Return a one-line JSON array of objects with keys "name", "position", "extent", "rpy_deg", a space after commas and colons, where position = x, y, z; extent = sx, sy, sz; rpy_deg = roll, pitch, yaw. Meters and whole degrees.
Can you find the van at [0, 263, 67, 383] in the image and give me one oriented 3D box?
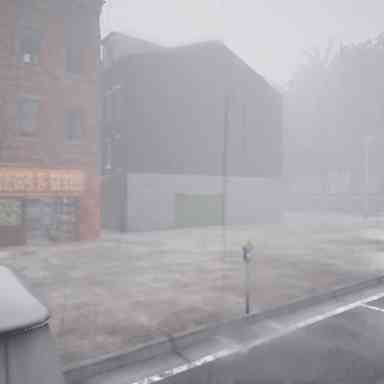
[{"name": "van", "position": [-2.444, 1.339, 1.067], "extent": [3.998, 1.788, 1.690], "rpy_deg": [0, 0, -35]}]
